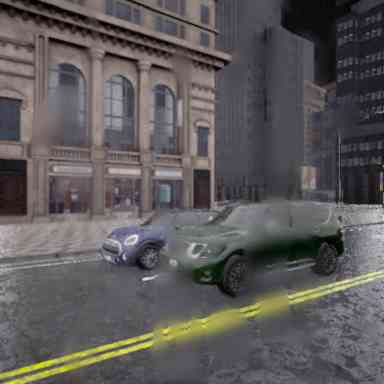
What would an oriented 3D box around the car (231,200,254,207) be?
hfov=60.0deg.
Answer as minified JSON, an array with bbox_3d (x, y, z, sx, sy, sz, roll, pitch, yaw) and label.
[{"bbox_3d":[10.058,2.258,66.714,1.895,1.301,4.718,0,-1,-35],"label":"car"}]

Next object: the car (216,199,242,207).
[{"bbox_3d":[7.207,2.195,65.107,2.033,1.411,5.357,0,-1,-35],"label":"car"}]

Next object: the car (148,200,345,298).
[{"bbox_3d":[1.858,1.262,9.004,5.566,2.045,2.150,0,0,-35],"label":"car"}]

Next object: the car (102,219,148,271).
[{"bbox_3d":[-0.653,1.388,11.204,4.553,1.767,2.097,0,0,-35],"label":"car"}]
